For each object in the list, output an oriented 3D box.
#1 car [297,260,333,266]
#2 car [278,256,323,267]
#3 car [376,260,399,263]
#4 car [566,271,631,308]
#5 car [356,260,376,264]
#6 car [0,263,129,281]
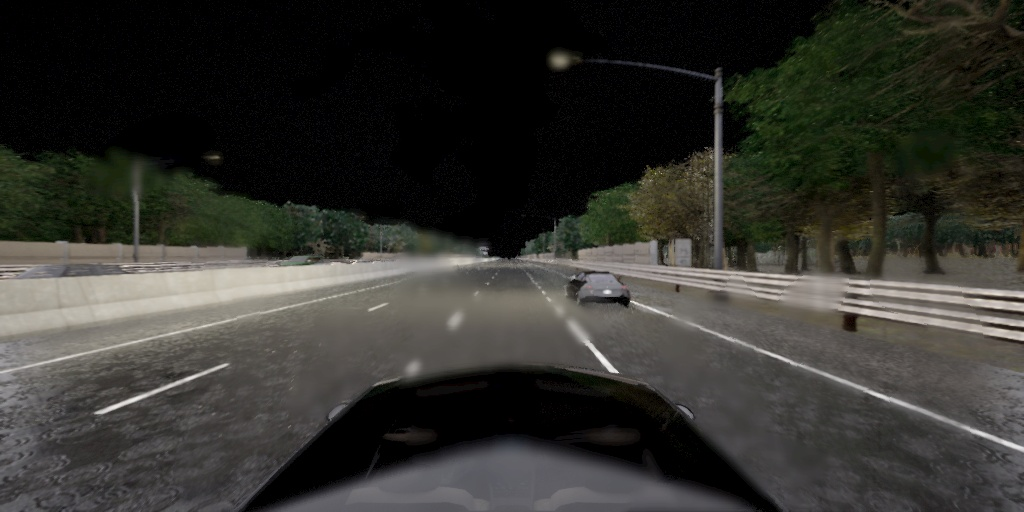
[{"bbox_3d":[-17.559,1.317,33.441,1.994,1.385,4.181,0,0,0],"label":"car"},{"bbox_3d":[-21.022,0.977,36.081,2.150,2.045,5.566,0,0,0],"label":"car"},{"bbox_3d":[-17.500,1.311,51.875,1.837,1.490,4.892,0,0,0],"label":"car"},{"bbox_3d":[3.551,1.317,15.396,1.994,1.385,4.181,0,0,0],"label":"car"},{"bbox_3d":[-21.000,1.229,51.878,2.033,1.411,5.357,0,0,0],"label":"car"},{"bbox_3d":[-17.589,1.102,13.948,2.097,1.767,4.553,0,0,0],"label":"car"}]
